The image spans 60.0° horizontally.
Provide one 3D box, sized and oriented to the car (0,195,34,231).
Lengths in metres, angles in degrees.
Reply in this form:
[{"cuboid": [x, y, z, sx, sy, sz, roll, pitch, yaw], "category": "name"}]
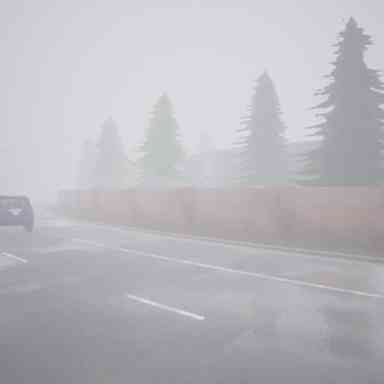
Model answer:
[{"cuboid": [-11.005, 1.201, 19.490, 2.150, 2.045, 5.566, 0, 0, -41], "category": "car"}]
